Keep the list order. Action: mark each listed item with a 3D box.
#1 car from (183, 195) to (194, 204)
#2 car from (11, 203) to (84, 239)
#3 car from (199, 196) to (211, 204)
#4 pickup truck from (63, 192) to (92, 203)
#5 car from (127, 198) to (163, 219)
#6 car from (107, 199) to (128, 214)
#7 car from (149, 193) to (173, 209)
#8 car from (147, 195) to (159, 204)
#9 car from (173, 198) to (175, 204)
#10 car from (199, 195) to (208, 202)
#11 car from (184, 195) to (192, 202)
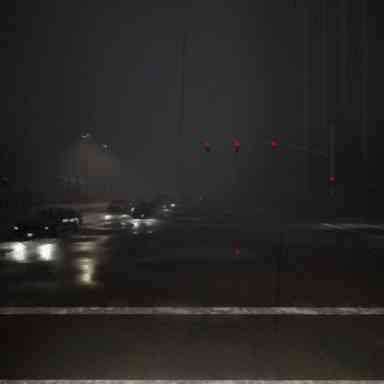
[{"bbox_3d":[-0.746,1.352,65.413,2.097,1.767,4.553,0,0,-1],"label":"car"},{"bbox_3d":[-7.356,1.547,17.660,2.033,1.411,5.357,0,0,-1],"label":"car"},{"bbox_3d":[2.760,1.491,64.828,2.128,1.511,4.902,0,0,-1],"label":"car"},{"bbox_3d":[-20.915,1.059,60.050,2.390,2.098,6.274,0,0,30],"label":"pickup truck"},{"bbox_3d":[-4.066,1.547,29.631,2.033,1.411,5.357,0,0,-1],"label":"car"},{"bbox_3d":[-7.646,1.477,35.234,1.882,1.535,5.008,0,0,-1],"label":"car"},{"bbox_3d":[-4.254,1.223,46.224,2.150,2.045,5.566,0,0,-1],"label":"car"},{"bbox_3d":[-7.870,1.492,67.296,1.882,1.535,5.008,0,1,0],"label":"car"},{"bbox_3d":[-4.371,1.601,64.486,1.895,1.301,4.718,0,0,0],"label":"car"},{"bbox_3d":[2.559,1.524,75.212,1.812,1.442,4.674,0,0,-1],"label":"car"},{"bbox_3d":[-0.944,1.478,75.417,1.882,1.535,5.008,0,0,-1],"label":"car"}]
